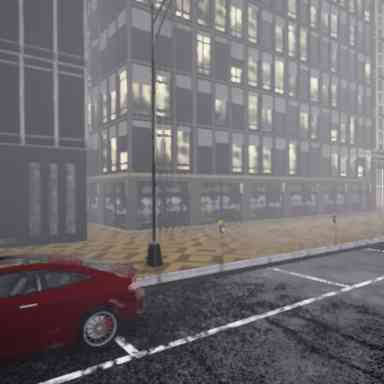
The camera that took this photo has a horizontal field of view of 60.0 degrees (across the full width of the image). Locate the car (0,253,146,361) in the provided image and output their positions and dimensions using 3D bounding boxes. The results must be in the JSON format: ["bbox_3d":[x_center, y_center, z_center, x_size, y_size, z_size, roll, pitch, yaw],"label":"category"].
[{"bbox_3d":[-2.692,1.581,4.645,4.206,1.307,1.802,0,0,-35],"label":"car"}]
